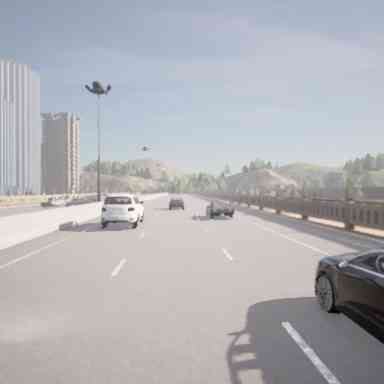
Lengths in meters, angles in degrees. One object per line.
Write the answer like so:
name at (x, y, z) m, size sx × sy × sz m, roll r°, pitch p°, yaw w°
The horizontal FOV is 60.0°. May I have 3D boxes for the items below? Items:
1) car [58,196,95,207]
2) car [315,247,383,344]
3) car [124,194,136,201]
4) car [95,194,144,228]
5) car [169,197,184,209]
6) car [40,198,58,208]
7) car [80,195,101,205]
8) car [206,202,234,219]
car at (-12.356, 1.402, 36.112) m, size 2.128 × 1.511 × 4.902 m, roll 0°, pitch 0°, yaw -3°
car at (3.353, 1.461, 4.611) m, size 2.128 × 1.511 × 4.902 m, roll 0°, pitch 0°, yaw -2°
car at (-14.358, 1.273, 76.723) m, size 2.033 × 1.411 × 5.357 m, roll 0°, pitch 0°, yaw -3°
car at (-4.414, 1.156, 21.665) m, size 2.150 × 2.045 × 5.566 m, roll 0°, pitch 0°, yaw -3°
car at (-1.953, 1.340, 41.977) m, size 2.128 × 1.511 × 4.902 m, roll 0°, pitch 0°, yaw -3°
car at (-19.934, 1.497, 47.535) m, size 1.895 × 1.301 × 4.718 m, roll 0°, pitch 0°, yaw -3°
car at (-16.809, 1.345, 55.379) m, size 2.128 × 1.511 × 4.902 m, roll 0°, pitch 0°, yaw -2°
car at (2.264, 1.486, 28.128) m, size 1.895 × 1.301 × 4.718 m, roll 0°, pitch 0°, yaw -3°
